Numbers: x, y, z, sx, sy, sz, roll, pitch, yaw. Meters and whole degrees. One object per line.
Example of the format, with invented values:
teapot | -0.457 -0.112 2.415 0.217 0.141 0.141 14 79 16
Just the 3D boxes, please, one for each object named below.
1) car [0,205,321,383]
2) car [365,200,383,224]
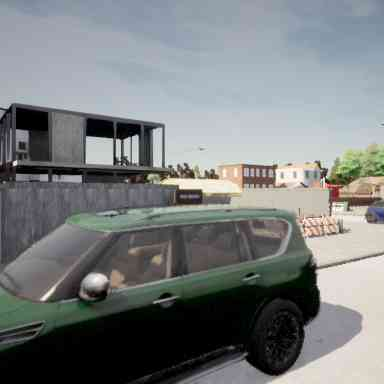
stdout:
car | -0.748 1.221 4.051 5.566 2.045 2.150 0 0 -35
car | 14.275 1.351 22.479 2.097 1.767 4.553 0 0 -30
